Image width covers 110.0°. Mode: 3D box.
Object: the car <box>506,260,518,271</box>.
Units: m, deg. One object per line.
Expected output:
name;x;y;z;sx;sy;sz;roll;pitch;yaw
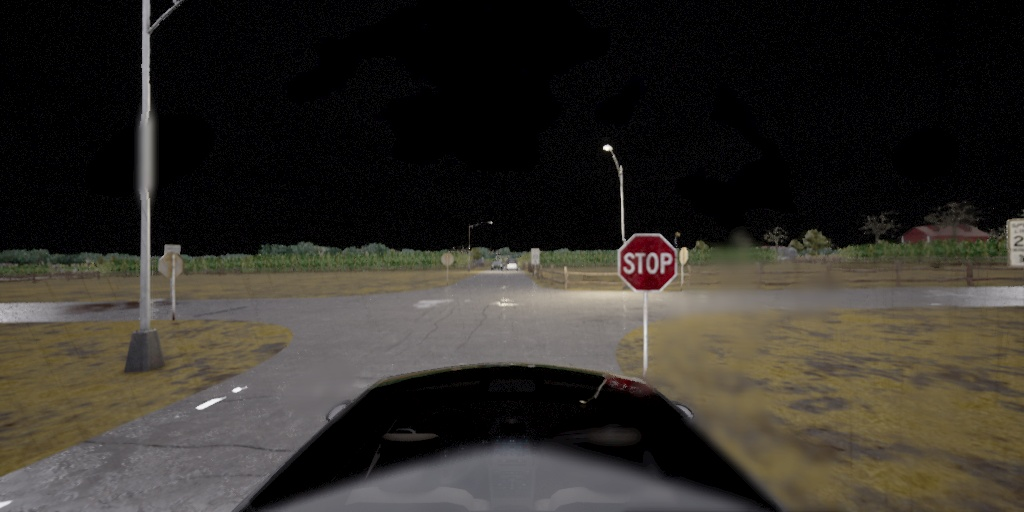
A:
car;0.038;1.819;61.735;1.812;1.442;4.674;0;-1;0
